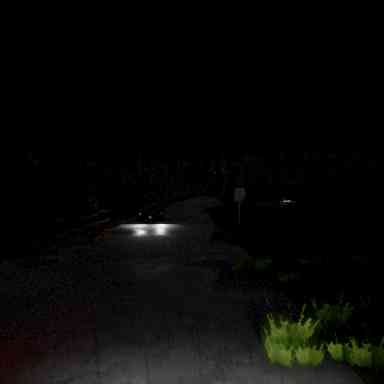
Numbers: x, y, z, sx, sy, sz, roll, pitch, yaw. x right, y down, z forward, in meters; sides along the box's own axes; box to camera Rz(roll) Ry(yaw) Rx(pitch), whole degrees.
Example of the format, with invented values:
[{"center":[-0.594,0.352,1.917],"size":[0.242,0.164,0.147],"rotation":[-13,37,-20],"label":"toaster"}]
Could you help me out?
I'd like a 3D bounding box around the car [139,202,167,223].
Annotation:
[{"center":[-3.066,1.613,26.759],"size":[1.837,1.490,4.892],"rotation":[0,0,0],"label":"car"}]
